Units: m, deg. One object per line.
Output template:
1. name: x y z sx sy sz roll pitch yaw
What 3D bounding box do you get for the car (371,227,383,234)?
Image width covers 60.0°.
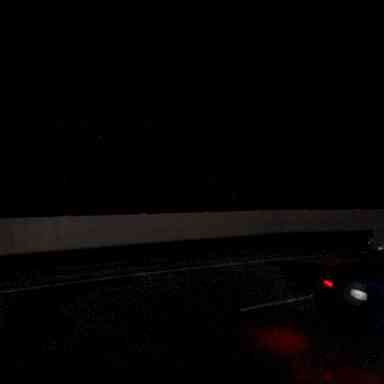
1. car: 8.125 1.591 11.182 4.674 1.442 1.812 0 0 -19

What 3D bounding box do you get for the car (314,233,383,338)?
1. car: 4.742 1.585 5.967 5.357 1.411 2.033 0 0 -25
